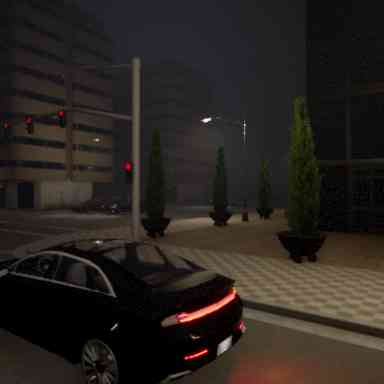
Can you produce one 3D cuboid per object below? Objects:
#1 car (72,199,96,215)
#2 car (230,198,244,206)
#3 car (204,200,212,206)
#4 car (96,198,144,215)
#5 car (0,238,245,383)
[{"bbox_3d":[-10.175,1.474,34.944,1.882,1.535,5.008,0,0,35],"label":"car"},{"bbox_3d":[6.762,1.605,52.808,1.895,1.301,4.718,0,0,36],"label":"car"},{"bbox_3d":[3.900,1.598,54.823,1.895,1.301,4.718,0,0,36],"label":"car"},{"bbox_3d":[-6.905,1.355,33.507,2.097,1.767,4.553,0,0,35],"label":"car"},{"bbox_3d":[-1.602,1.483,5.117,4.902,1.511,2.128,0,0,36],"label":"car"}]
